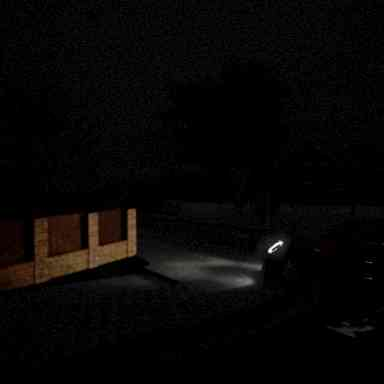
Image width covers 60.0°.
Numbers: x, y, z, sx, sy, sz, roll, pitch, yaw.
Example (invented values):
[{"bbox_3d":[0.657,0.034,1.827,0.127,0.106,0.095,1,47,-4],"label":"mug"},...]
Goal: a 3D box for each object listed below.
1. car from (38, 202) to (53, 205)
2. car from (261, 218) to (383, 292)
[{"bbox_3d":[-20.223,2.167,46.456,1.882,1.535,5.008,2,-2,-42],"label":"car"},{"bbox_3d":[3.966,1.364,7.623,4.553,1.767,2.097,1,-4,25],"label":"car"}]
